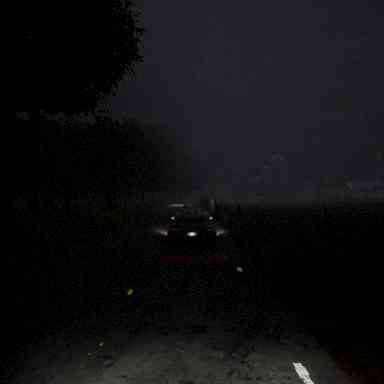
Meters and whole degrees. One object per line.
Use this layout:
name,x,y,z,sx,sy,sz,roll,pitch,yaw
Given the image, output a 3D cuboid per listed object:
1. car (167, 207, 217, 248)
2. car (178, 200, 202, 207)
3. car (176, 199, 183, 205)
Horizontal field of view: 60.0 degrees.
car,0.000,1.571,14.650,1.994,1.385,4.181,0,0,0
car,0.000,1.642,29.683,1.895,1.301,4.718,0,0,0
car,-2.750,2.204,75.919,1.895,1.301,4.718,0,-1,0
